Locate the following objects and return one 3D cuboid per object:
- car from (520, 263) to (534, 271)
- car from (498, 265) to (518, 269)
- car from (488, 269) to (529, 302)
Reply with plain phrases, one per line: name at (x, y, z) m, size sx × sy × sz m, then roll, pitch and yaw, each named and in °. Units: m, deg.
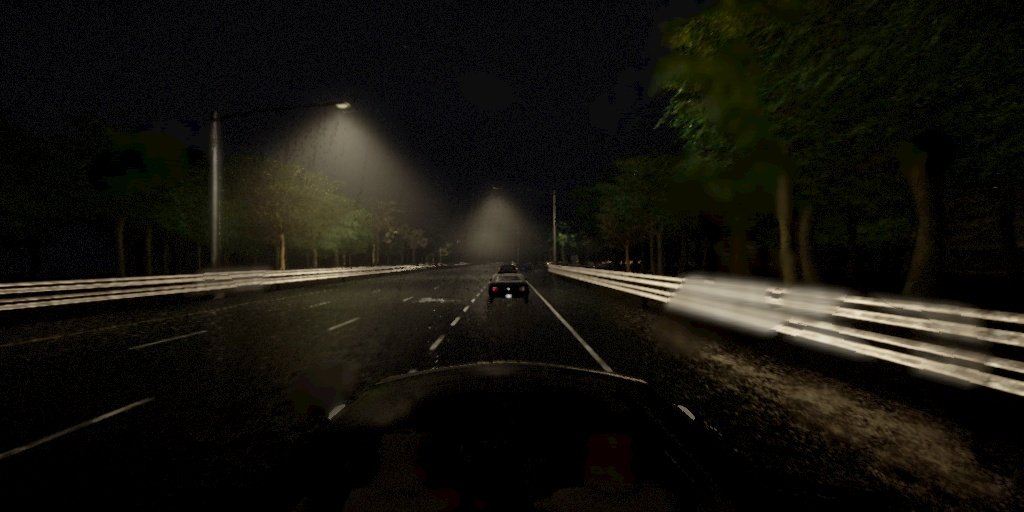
car at (2.641, 2.005, 64.052) m, size 1.812 × 1.442 × 4.674 m, roll -1°, pitch -1°, yaw 15°
car at (-0.408, 1.682, 37.855) m, size 1.882 × 1.535 × 5.008 m, roll 0°, pitch -1°, yaw -1°
car at (-0.177, 1.553, 18.446) m, size 1.895 × 1.301 × 4.718 m, roll 0°, pitch -1°, yaw -1°
